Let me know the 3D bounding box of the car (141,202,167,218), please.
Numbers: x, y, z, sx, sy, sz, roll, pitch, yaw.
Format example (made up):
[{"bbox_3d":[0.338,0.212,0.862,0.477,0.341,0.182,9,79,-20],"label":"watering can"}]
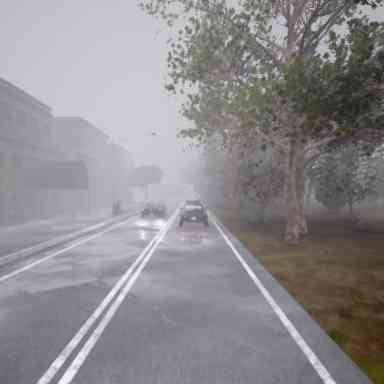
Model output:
[{"bbox_3d":[-3.309,1.535,29.477,1.895,1.301,4.718,0,0,1],"label":"car"}]

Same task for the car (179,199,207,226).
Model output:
[{"bbox_3d":[0.096,1.477,23.058,1.812,1.442,4.674,0,0,0],"label":"car"}]

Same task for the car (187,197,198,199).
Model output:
[{"bbox_3d":[0.091,1.378,41.800,1.882,1.535,5.008,0,0,0],"label":"car"}]
